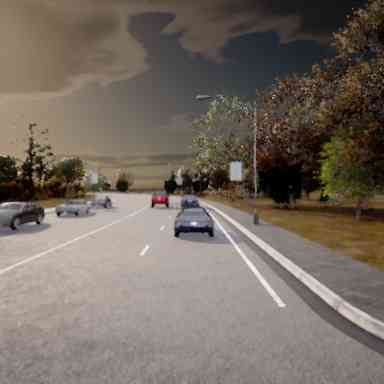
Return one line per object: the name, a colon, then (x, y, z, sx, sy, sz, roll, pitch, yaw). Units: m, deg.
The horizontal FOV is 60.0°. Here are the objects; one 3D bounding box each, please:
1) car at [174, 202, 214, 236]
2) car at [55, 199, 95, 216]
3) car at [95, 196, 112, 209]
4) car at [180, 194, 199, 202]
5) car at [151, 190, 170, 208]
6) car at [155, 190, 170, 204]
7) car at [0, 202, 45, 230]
car: (0.094, 1.447, 17.727, 1.994, 1.385, 4.181, 0, 0, 0)
car: (-10.589, 1.376, 29.937, 1.895, 1.301, 4.718, 0, 1, -1)
car: (-10.898, 1.182, 40.215, 1.812, 1.442, 4.674, 0, 1, -2)
car: (-0.341, 1.011, 40.219, 2.097, 1.767, 4.553, 0, 1, -3)
car: (-3.952, 0.861, 41.645, 2.150, 2.045, 5.566, 0, 1, -3)
car: (-4.745, 0.720, 52.390, 2.150, 2.045, 5.566, 0, 1, -7)
car: (-10.582, 1.357, 19.980, 2.128, 1.511, 4.902, 0, 0, 0)
